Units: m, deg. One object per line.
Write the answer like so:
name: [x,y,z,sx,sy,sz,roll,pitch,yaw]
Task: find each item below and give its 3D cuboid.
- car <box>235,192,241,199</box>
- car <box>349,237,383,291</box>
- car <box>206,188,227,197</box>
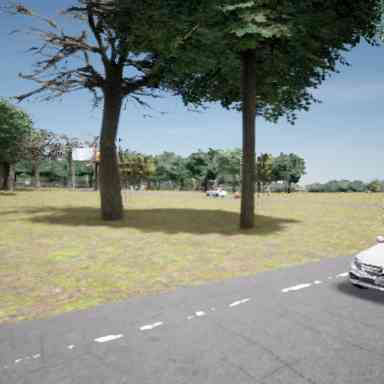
car: [10.897,0.578,68.686,2.097,1.767,4.553,1,0,-36]
car: [5.672,1.517,7.953,4.674,1.442,1.812,0,0,-36]
car: [5.540,0.154,76.192,2.150,2.045,5.566,1,0,-36]
